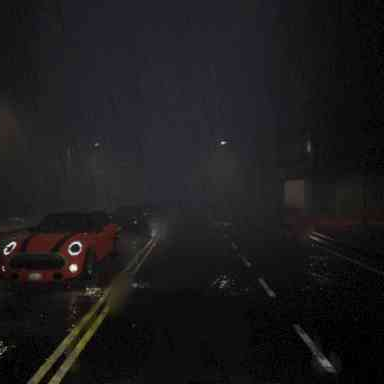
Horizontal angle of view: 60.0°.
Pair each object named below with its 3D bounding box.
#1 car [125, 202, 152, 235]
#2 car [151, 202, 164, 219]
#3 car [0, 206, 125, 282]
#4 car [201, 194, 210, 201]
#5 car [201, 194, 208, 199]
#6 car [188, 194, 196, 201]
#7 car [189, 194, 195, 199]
[{"bbox_3d":[-3.589,1.526,18.864,1.812,1.442,4.674,0,0,0],"label":"car"},{"bbox_3d":[-3.565,1.565,28.834,1.994,1.385,4.181,0,0,0],"label":"car"},{"bbox_3d":[-3.595,1.352,9.892,2.097,1.767,4.553,0,0,0],"label":"car"},{"bbox_3d":[3.508,1.532,84.062,2.033,1.411,5.357,0,0,0],"label":"car"},{"bbox_3d":[3.508,1.373,94.483,1.994,1.385,4.181,0,0,0],"label":"car"},{"bbox_3d":[0.008,1.470,84.063,1.882,1.535,5.008,0,0,0],"label":"car"},{"bbox_3d":[0.008,1.345,94.483,1.812,1.442,4.674,0,0,0],"label":"car"}]
